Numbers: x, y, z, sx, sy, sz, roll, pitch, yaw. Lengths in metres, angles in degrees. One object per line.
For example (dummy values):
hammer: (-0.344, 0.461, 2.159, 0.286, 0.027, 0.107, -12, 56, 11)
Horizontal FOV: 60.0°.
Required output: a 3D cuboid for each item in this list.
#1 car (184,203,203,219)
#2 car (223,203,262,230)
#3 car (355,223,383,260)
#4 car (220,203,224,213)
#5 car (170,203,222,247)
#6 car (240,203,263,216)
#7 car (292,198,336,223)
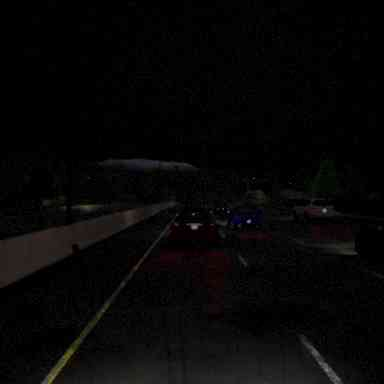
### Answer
car: (0.112, 1.935, 34.711, 1.837, 1.490, 4.892, 0, -1, 0)
car: (3.608, 1.764, 23.597, 1.882, 1.535, 5.008, 0, -1, 0)
car: (7.104, 1.472, 10.513, 2.097, 1.767, 4.553, 0, -1, 0)
car: (3.614, 2.062, 41.137, 2.033, 1.411, 5.357, 0, -1, 0)
car: (0.105, 1.541, 16.147, 2.097, 1.767, 4.553, 0, -1, 0)
car: (7.112, 2.067, 40.221, 1.994, 1.385, 4.181, 0, -1, 0)
car: (10.609, 1.583, 29.292, 2.150, 2.045, 5.566, 0, -1, 0)
